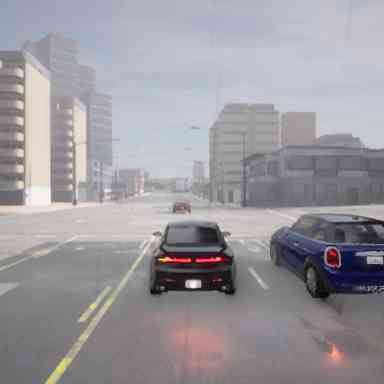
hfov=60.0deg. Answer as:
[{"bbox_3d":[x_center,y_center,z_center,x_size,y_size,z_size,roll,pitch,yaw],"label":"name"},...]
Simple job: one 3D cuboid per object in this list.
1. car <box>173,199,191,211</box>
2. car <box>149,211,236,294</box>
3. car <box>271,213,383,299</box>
[{"bbox_3d":[-1.157,1.455,36.665,1.812,1.442,4.674,0,0,-4],"label":"car"},{"bbox_3d":[0.002,1.476,8.668,1.837,1.490,4.892,0,0,-1],"label":"car"},{"bbox_3d":[3.499,1.324,8.526,2.097,1.767,4.553,0,0,-1],"label":"car"}]
